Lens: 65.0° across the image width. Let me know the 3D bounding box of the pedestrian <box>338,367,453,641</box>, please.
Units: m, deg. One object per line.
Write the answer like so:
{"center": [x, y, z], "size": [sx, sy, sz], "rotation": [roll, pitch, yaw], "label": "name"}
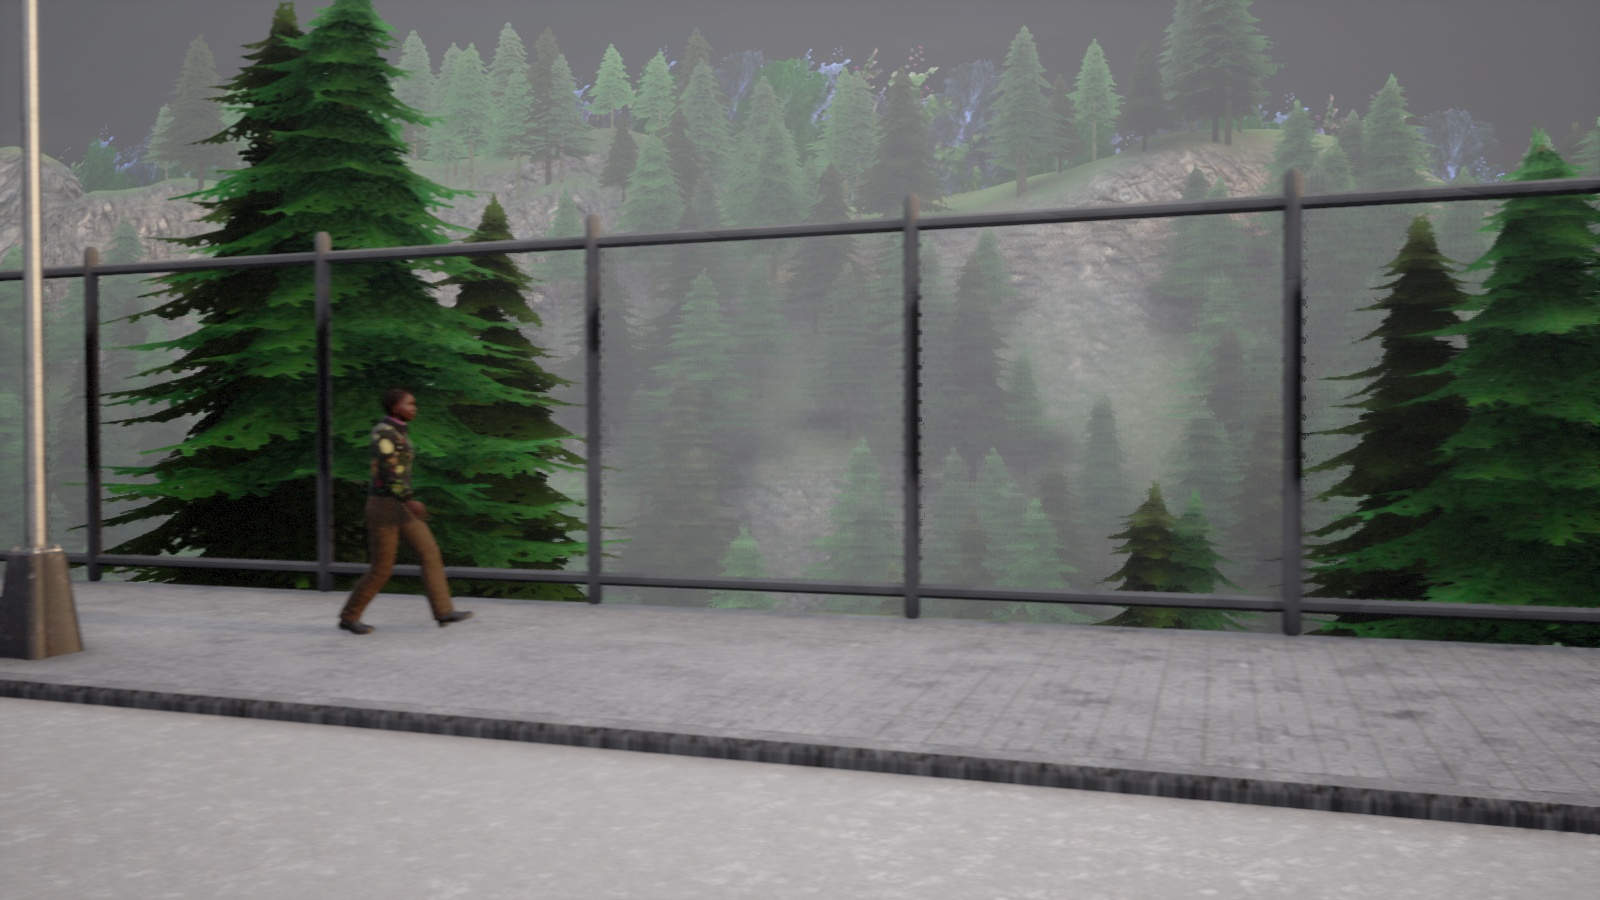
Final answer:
{"center": [-2.908, 0.380, 9.061], "size": [0.692, 1.930, 0.395], "rotation": [0, 1, 4], "label": "pedestrian"}
